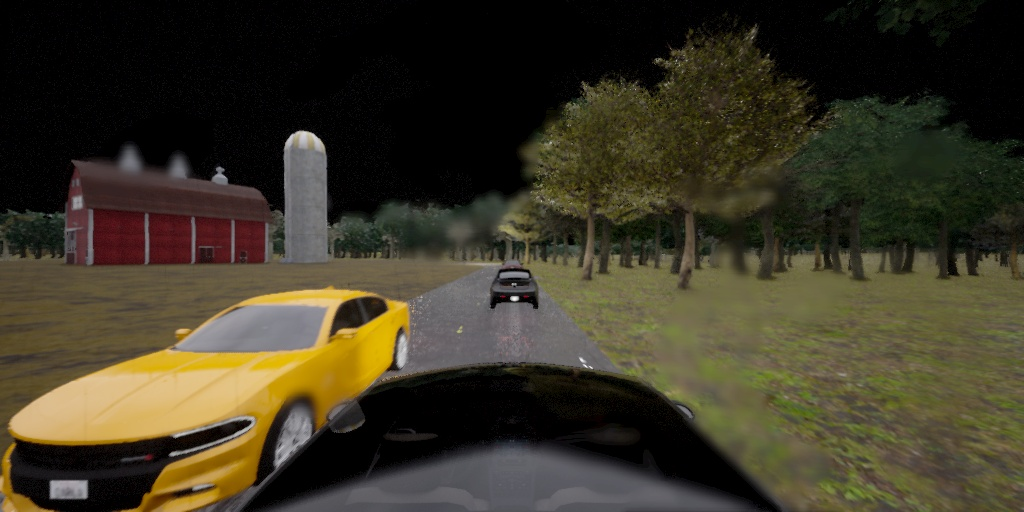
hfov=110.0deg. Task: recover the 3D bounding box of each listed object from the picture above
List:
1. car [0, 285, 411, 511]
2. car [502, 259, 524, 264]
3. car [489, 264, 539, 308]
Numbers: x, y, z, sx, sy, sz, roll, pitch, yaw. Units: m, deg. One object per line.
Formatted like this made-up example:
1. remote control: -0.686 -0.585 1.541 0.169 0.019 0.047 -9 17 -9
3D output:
1. car: -2.844 1.227 4.799 1.882 1.535 5.008 0 0 0
2. car: 0.067 1.091 35.037 2.097 1.767 4.553 0 0 0
3. car: 0.089 1.251 15.070 1.837 1.490 4.892 0 0 0
